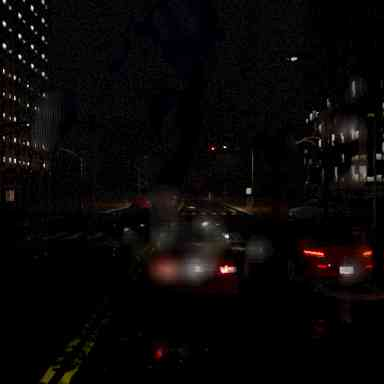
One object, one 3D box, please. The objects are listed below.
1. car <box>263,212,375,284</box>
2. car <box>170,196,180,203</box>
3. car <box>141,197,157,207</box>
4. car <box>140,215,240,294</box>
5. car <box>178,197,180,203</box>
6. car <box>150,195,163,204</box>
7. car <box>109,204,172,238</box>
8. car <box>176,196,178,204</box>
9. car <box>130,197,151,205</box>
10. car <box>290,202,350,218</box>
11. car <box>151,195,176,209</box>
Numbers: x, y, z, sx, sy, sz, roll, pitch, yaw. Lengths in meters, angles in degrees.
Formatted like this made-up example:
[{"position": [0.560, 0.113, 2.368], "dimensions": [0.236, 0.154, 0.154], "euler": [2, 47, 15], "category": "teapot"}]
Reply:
[{"position": [3.336, 1.522, 9.489], "dimensions": [1.812, 1.442, 4.674], "euler": [0, 0, 0], "category": "car"}, {"position": [-3.441, 1.471, 69.200], "dimensions": [1.994, 1.385, 4.181], "euler": [0, 0, -1], "category": "car"}, {"position": [-6.676, 1.470, 52.197], "dimensions": [1.812, 1.442, 4.674], "euler": [0, 0, 0], "category": "car"}, {"position": [0.087, 1.544, 8.904], "dimensions": [2.033, 1.411, 5.357], "euler": [0, 0, 0], "category": "car"}, {"position": [-3.425, 1.421, 59.167], "dimensions": [2.128, 1.511, 4.902], "euler": [0, 0, 0], "category": "car"}, {"position": [-6.681, 1.427, 62.562], "dimensions": [1.837, 1.490, 4.892], "euler": [0, 0, 0], "category": "car"}, {"position": [-2.648, 1.557, 17.205], "dimensions": [1.994, 1.385, 4.181], "euler": [0, 0, 11], "category": "car"}, {"position": [-3.419, 1.455, 49.547], "dimensions": [1.837, 1.490, 4.892], "euler": [0, 0, 0], "category": "car"}, {"position": [-6.662, 1.441, 42.276], "dimensions": [1.882, 1.535, 5.008], "euler": [0, 0, 0], "category": "car"}, {"position": [10.345, 1.551, 27.070], "dimensions": [4.674, 1.442, 1.812], "euler": [0, 1, 5], "category": "car"}, {"position": [-3.407, 1.319, 40.655], "dimensions": [2.097, 1.767, 4.553], "euler": [0, 0, 0], "category": "car"}]
